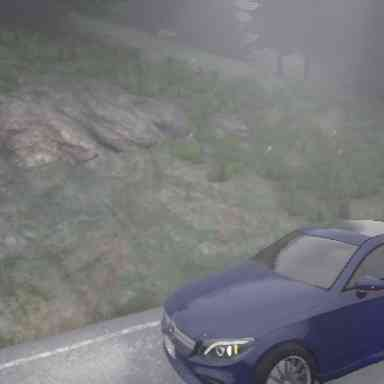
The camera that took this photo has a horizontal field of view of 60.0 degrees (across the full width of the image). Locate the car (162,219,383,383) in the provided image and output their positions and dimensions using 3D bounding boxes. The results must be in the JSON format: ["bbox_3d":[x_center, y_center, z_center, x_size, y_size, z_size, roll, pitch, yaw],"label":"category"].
[{"bbox_3d":[1.923,1.158,4.271,4.674,1.442,1.812,-5,4,-21],"label":"car"}]
